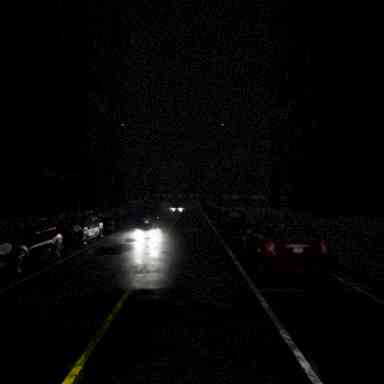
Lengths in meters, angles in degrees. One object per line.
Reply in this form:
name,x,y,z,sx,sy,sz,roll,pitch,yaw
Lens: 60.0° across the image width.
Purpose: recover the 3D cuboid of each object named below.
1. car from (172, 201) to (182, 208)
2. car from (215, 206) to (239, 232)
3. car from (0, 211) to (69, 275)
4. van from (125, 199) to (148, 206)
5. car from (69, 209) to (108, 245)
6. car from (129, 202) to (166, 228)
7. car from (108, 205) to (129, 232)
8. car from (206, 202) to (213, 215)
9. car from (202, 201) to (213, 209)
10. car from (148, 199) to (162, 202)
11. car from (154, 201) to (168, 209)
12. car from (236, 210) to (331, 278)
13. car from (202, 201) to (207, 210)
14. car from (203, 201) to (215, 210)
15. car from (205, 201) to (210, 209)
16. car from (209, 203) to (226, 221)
car,-2.942,2.524,66.669,1.895,1.301,4.718,0,-1,0
car,2.777,1.846,21.937,1.802,1.307,4.206,0,-1,0
car,-5.758,1.563,10.638,1.967,1.590,4.097,0,-1,0
van,-5.739,1.751,33.316,1.690,1.788,3.998,0,-1,0
car,-5.754,1.632,16.308,1.967,1.590,4.097,0,-1,0
car,-3.076,1.796,25.126,2.128,1.511,4.902,0,-1,0
car,-5.748,1.815,21.976,2.008,1.369,4.403,0,-1,0
car,2.787,1.961,33.276,2.008,1.369,4.403,0,-1,0
car,2.811,2.394,61.617,1.947,1.339,4.313,-1,-1,0
car,-5.730,1.881,44.653,2.192,1.841,5.009,0,-1,0
car,-5.713,2.379,61.656,2.008,1.369,4.403,-1,-1,0
car,2.766,1.563,10.601,1.967,1.590,4.097,0,-1,0
car,2.796,2.117,44.612,2.008,1.369,4.403,-1,-1,0
car,2.806,2.283,55.950,1.887,1.381,4.507,-1,-1,0
car,2.792,2.069,38.943,1.802,1.307,4.206,0,-1,0
car,2.782,1.887,27.608,2.008,1.369,4.403,0,-1,0
